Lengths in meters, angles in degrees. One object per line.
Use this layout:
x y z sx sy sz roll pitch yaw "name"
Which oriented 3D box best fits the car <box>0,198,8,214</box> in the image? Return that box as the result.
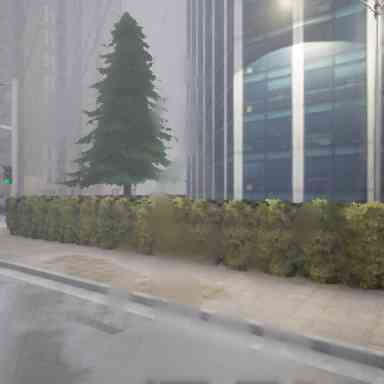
-18.824 1.352 32.054 2.097 1.767 4.553 0 0 36 "car"
